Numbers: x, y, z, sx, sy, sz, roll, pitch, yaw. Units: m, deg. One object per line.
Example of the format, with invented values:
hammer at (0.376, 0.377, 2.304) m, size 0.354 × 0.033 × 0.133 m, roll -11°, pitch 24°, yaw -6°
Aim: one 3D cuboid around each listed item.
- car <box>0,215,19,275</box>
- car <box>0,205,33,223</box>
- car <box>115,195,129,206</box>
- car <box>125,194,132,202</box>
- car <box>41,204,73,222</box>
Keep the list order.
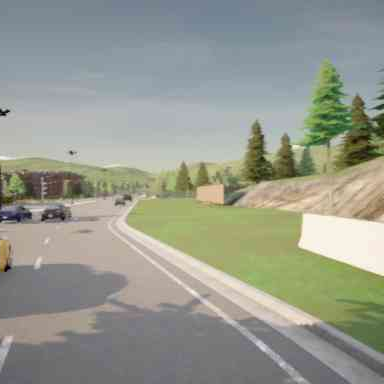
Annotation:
car at (-5.813, 1.624, 8.297) m, size 1.882 × 1.535 × 5.008 m, roll -1°, pitch 0°, yaw -21°
car at (-15.587, 1.912, 29.380) m, size 1.812 × 1.442 × 4.674 m, roll -2°, pitch 0°, yaw -10°
car at (-13.457, 1.851, 62.425) m, size 2.033 × 1.411 × 5.357 m, roll -2°, pitch 0°, yaw -8°
car at (-17.447, 1.611, 90.662) m, size 2.150 × 2.045 × 5.566 m, roll -2°, pitch 0°, yaw -8°
car at (-12.152, 1.821, 29.975) m, size 1.812 × 1.442 × 4.674 m, roll -2°, pitch 0°, yaw -10°
